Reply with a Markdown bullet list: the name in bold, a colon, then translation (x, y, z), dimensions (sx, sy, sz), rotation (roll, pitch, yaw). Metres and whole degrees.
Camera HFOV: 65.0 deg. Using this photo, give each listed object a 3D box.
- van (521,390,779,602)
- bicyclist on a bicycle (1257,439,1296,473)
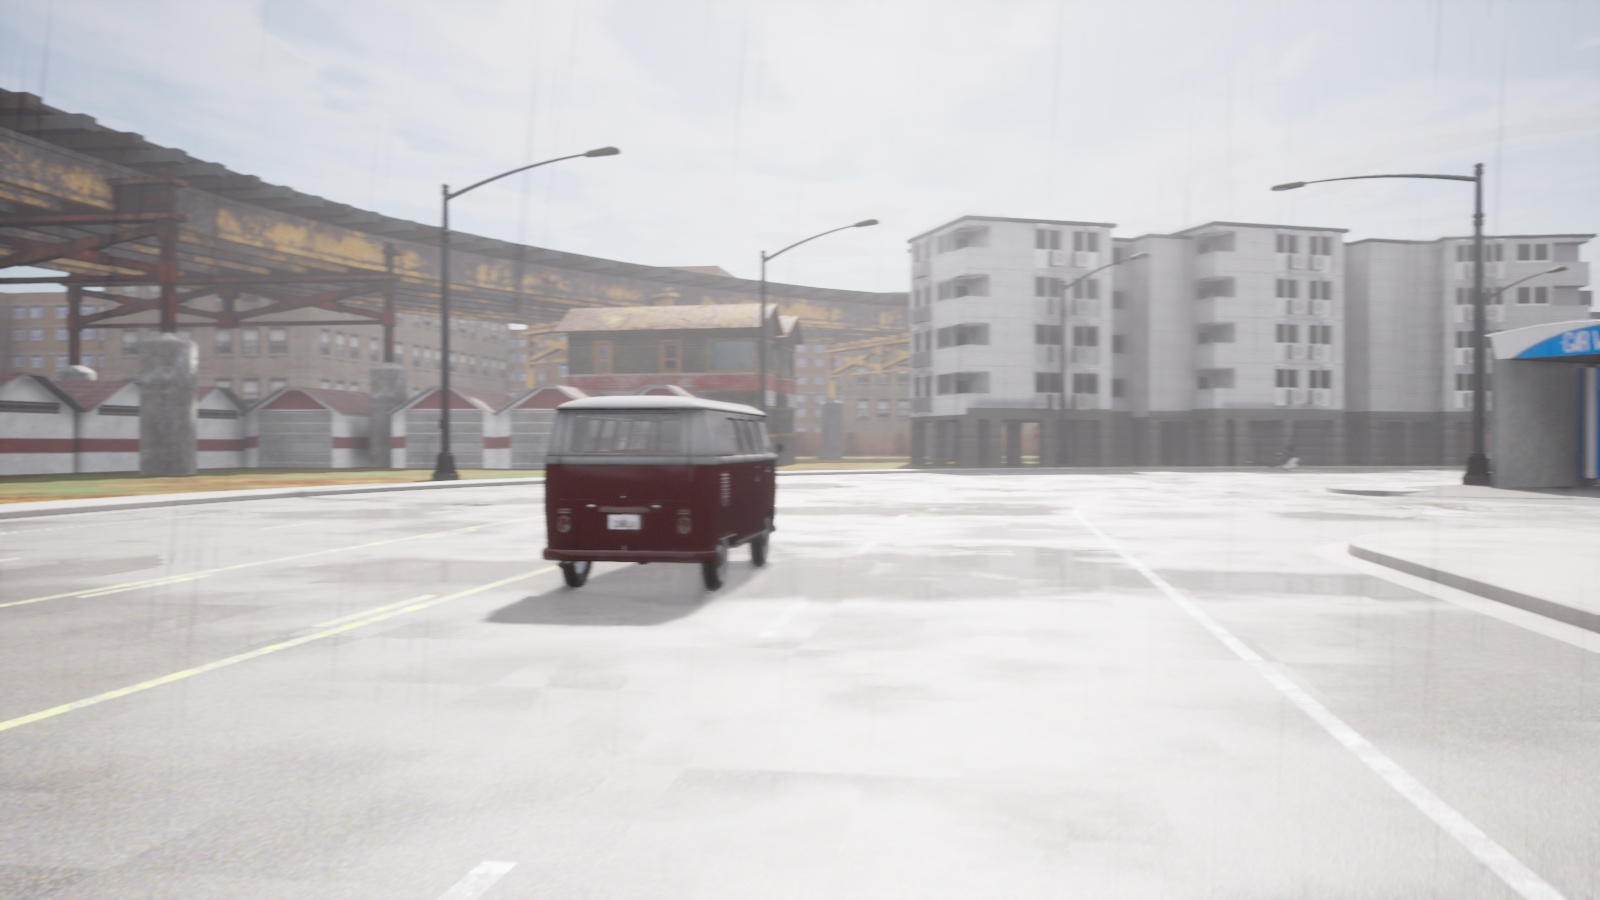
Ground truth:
- **van**: translation (-1.465, 0.413, 14.062), dimensions (1.775, 1.987, 4.442), rotation (0, 0, 8)
- **bicyclist on a bicycle**: translation (24.658, 0.306, 65.015), dimensions (1.843, 1.776, 0.659), rotation (0, 1, -15)
